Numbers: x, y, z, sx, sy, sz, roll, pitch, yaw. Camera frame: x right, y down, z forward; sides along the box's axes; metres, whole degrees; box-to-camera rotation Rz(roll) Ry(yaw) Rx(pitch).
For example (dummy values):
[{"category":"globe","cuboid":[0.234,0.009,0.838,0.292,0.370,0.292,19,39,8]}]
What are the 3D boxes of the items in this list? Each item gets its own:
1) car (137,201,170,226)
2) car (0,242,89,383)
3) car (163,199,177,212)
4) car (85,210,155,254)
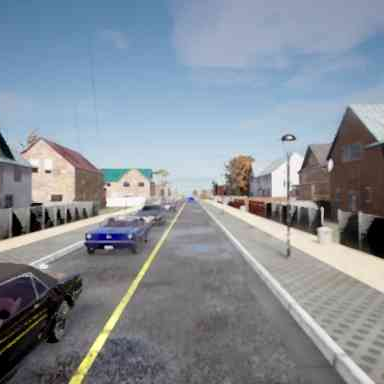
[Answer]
[{"category":"car","cuboid":[-2.858,1.586,23.939,1.812,1.442,4.674,0,0,0]},{"category":"car","cuboid":[-2.856,1.609,3.695,1.895,1.301,4.718,0,0,0]},{"category":"car","cuboid":[-2.860,1.627,41.385,2.128,1.511,4.902,0,0,0]},{"category":"car","cuboid":[-2.875,1.629,13.743,1.895,1.301,4.718,0,0,0]}]
